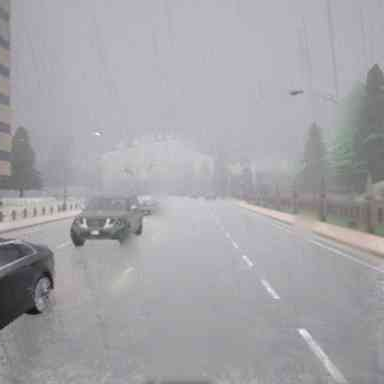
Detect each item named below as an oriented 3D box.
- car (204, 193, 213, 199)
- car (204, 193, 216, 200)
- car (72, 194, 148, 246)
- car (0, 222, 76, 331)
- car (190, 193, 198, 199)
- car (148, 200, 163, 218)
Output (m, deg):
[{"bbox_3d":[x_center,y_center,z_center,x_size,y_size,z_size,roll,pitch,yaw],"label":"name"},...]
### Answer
[{"bbox_3d":[4.011,0.911,82.463,1.994,1.385,4.181,0,0,0],"label":"car"},{"bbox_3d":[4.070,0.892,72.286,2.097,1.767,4.553,0,0,0],"label":"car"},{"bbox_3d":[-3.574,1.124,15.043,2.150,2.045,5.566,0,0,0],"label":"car"},{"bbox_3d":[-3.592,1.460,4.639,2.128,1.511,4.902,0,0,0],"label":"car"},{"bbox_3d":[0.510,0.952,82.500,1.895,1.301,4.718,0,0,0],"label":"car"},{"bbox_3d":[-3.537,1.386,27.782,1.994,1.385,4.181,0,0,1],"label":"car"}]
